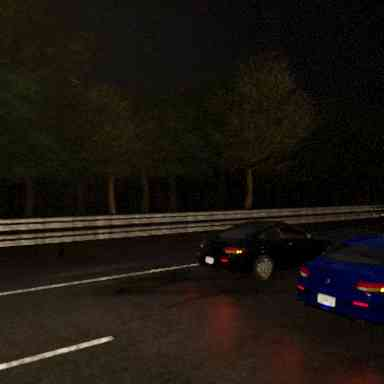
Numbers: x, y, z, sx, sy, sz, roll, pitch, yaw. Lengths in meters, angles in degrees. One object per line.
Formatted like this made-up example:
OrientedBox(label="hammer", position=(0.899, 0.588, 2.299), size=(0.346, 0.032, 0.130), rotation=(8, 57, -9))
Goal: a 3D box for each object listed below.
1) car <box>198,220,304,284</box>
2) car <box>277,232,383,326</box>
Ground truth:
OrientedBox(label="car", position=(2.316, 1.558, 9.700), size=(4.674, 1.442, 1.812), rotation=(0, 0, -35))
OrientedBox(label="car", position=(4.003, 1.556, 6.603), size=(4.674, 1.442, 1.812), rotation=(0, 0, -36))
